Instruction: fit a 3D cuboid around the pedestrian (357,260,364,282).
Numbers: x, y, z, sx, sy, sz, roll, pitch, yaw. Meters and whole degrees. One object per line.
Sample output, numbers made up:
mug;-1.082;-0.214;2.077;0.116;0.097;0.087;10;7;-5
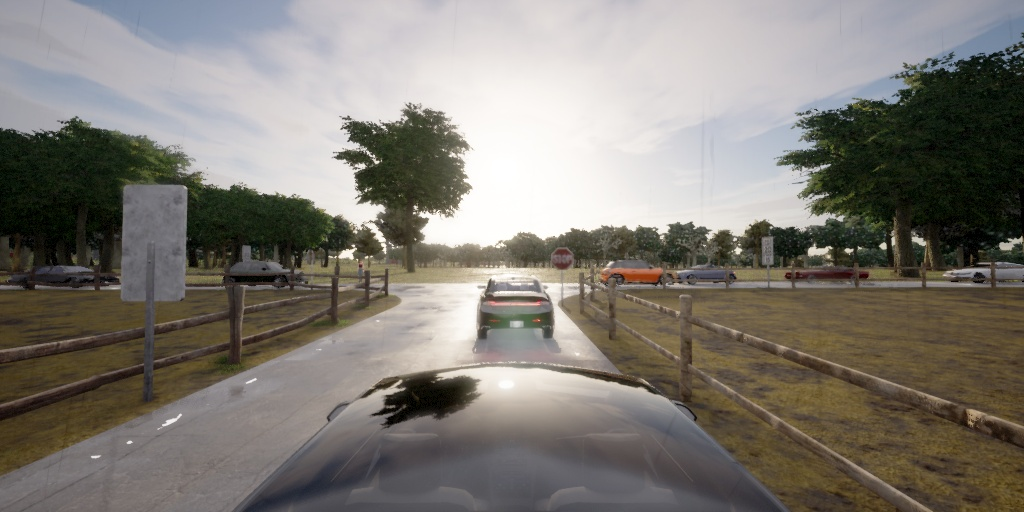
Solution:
pedestrian;-12.188;1.189;28.848;0.375;1.860;0.375;0;-1;0

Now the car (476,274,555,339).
car;0.041;1.255;10.106;2.128;1.511;4.902;0;0;-1

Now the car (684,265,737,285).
car;13.732;1.321;25.827;4.181;1.385;1.994;0;-2;0

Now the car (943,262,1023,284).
car;33.165;1.166;24.877;4.674;1.442;1.812;0;-2;8

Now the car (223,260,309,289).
car;-15.519;1.125;22.821;4.553;1.767;2.097;0;-2;1

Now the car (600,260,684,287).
car;8.026;1.059;22.921;4.553;1.767;2.097;0;-2;0

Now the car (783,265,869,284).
car;22.397;1.314;25.734;4.718;1.301;1.895;0;-2;2

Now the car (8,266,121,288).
car;-28.359;1.314;22.829;5.357;1.411;2.033;0;-2;0
